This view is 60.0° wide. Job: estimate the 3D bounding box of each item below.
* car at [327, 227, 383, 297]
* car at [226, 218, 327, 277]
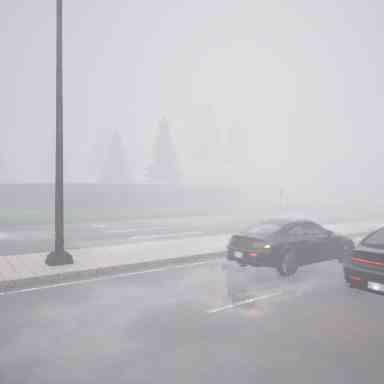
[{"bbox_3d":[5.390,1.505,7.592,4.892,1.490,1.837,0,0,-35],"label":"car"},{"bbox_3d":[3.117,1.526,10.271,4.674,1.442,1.812,0,0,-36],"label":"car"}]
